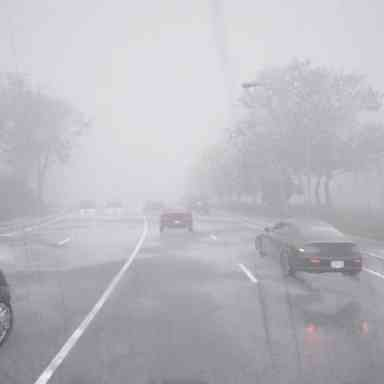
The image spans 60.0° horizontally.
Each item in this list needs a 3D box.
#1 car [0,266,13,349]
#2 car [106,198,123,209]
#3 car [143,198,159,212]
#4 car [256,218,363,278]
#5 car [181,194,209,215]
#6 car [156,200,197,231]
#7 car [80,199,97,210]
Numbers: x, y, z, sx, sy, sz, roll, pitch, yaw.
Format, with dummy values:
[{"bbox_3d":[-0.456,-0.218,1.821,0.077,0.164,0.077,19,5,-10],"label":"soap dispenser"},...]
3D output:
[{"bbox_3d":[-3.705,1.357,3.077,2.097,1.767,4.553,0,0,-1],"label":"car"},{"bbox_3d":[-10.813,1.575,46.155,1.994,1.385,4.181,0,0,-20],"label":"car"},{"bbox_3d":[-4.580,1.489,38.578,1.882,1.535,5.008,0,0,-15],"label":"car"},{"bbox_3d":[3.288,1.524,10.075,1.812,1.442,4.674,0,0,-3],"label":"car"},{"bbox_3d":[0.180,1.232,34.039,2.150,2.045,5.566,0,0,-12],"label":"car"},{"bbox_3d":[-1.094,1.483,20.529,1.882,1.535,5.008,0,0,-7],"label":"car"},{"bbox_3d":[-13.648,1.572,43.628,1.994,1.385,4.181,0,0,-19],"label":"car"}]
